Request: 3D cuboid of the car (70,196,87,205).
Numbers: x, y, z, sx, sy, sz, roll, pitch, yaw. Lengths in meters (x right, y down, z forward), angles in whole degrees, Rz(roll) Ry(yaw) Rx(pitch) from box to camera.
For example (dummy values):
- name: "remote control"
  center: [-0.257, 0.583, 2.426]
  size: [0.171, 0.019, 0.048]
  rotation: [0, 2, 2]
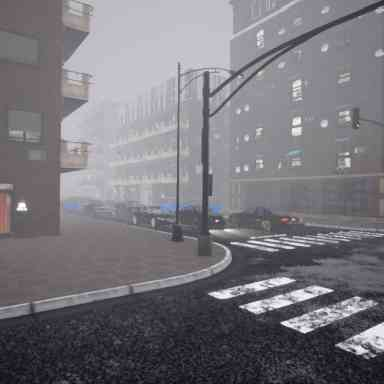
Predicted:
- name: "car"
  center: [-21.427, 1.606, 62.887]
  size: [1.967, 1.590, 4.097]
  rotation: [1, -1, -35]

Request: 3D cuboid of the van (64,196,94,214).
- name: "van"
  center: [-11.989, 1.361, 35.403]
  size: [1.690, 1.788, 3.998]
  rotation: [1, -1, -35]

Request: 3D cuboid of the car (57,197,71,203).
- name: "car"
  center: [-27.795, 1.728, 72.087]
  size: [1.887, 1.381, 4.507]
  rotation: [1, -1, -35]

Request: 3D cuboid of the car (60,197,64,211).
- name: "car"
  center: [-15.174, 1.581, 40.001]
  size: [2.008, 1.369, 4.403]
  rotation: [1, -1, -35]

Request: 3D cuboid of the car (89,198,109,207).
- name: "car"
  center: [-15.061, 1.730, 53.685]
  size: [1.802, 1.307, 4.206]
  rotation: [1, -1, -35]

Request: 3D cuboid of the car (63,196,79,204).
- name: "car"
  center: [-24.610, 1.615, 67.487]
  size: [1.967, 1.590, 4.097]
  rotation: [1, -1, -35]

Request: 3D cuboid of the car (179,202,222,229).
- name: "car"
  center: [0.388, 1.581, 21.845]
  size: [1.994, 1.385, 4.181]
  rotation: [1, -1, -35]

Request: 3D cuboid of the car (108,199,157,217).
- name: "car"
  center: [-5.517, 1.528, 30.381]
  size: [2.128, 1.511, 4.902]
  rotation: [1, -1, -35]

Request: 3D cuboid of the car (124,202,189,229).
- name: "car"
  center: [-2.440, 1.540, 21.600]
  size: [2.008, 1.369, 4.403]
  rotation: [1, -1, -35]

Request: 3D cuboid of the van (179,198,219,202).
- name: "van"
  center: [0.858, 1.440, 30.686]
  size: [1.690, 1.788, 3.998]
  rotation: [1, -1, -35]

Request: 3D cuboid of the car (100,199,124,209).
- name: "car"
  center: [-11.878, 1.683, 49.086]
  size: [1.887, 1.381, 4.507]
  rotation: [1, -1, -35]

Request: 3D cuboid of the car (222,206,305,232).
- name: "car"
  center: [4.433, 1.594, 20.689]
  size: [2.033, 1.411, 5.357]
  rotation: [1, -1, -29]

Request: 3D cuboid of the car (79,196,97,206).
- name: "car"
  center: [-18.244, 1.597, 58.287]
  size: [1.967, 1.590, 4.097]
  rotation: [1, -1, -35]

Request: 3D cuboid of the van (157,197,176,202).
- name: "van"
  center: [-2.326, 1.450, 35.286]
  size: [1.690, 1.788, 3.998]
  rotation: [1, -1, -35]

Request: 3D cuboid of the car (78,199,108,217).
- name: "car"
  center: [-8.808, 1.592, 30.801]
  size: [1.802, 1.307, 4.206]
  rotation: [1, -1, -35]
